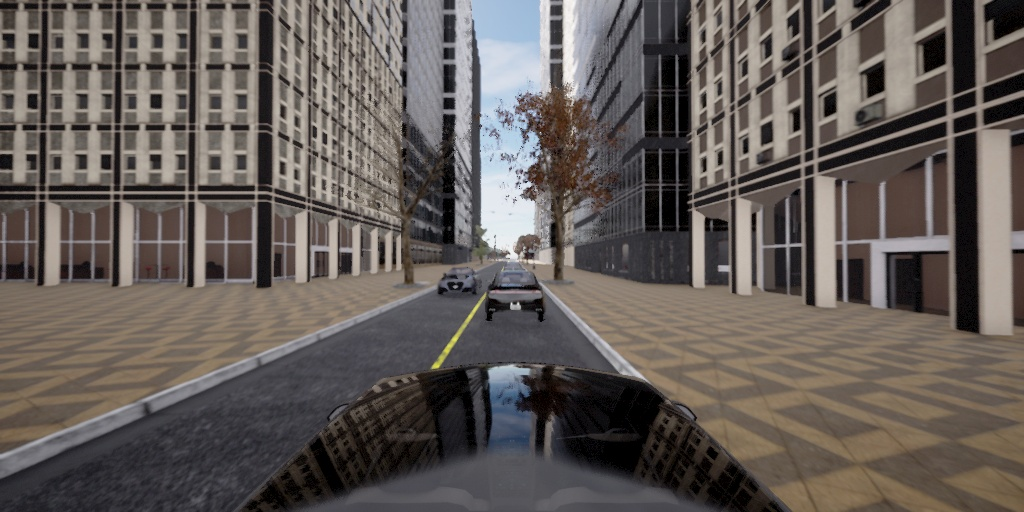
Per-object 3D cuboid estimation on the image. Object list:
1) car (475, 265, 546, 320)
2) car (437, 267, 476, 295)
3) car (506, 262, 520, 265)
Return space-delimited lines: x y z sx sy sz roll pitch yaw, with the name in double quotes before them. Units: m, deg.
"car" 0.101 1.243 12.601 2.128 1.511 4.902 0 0 0
"car" -2.764 1.317 19.553 1.994 1.385 4.181 0 0 0
"car" 0.103 1.302 34.076 2.033 1.411 5.357 0 0 0
